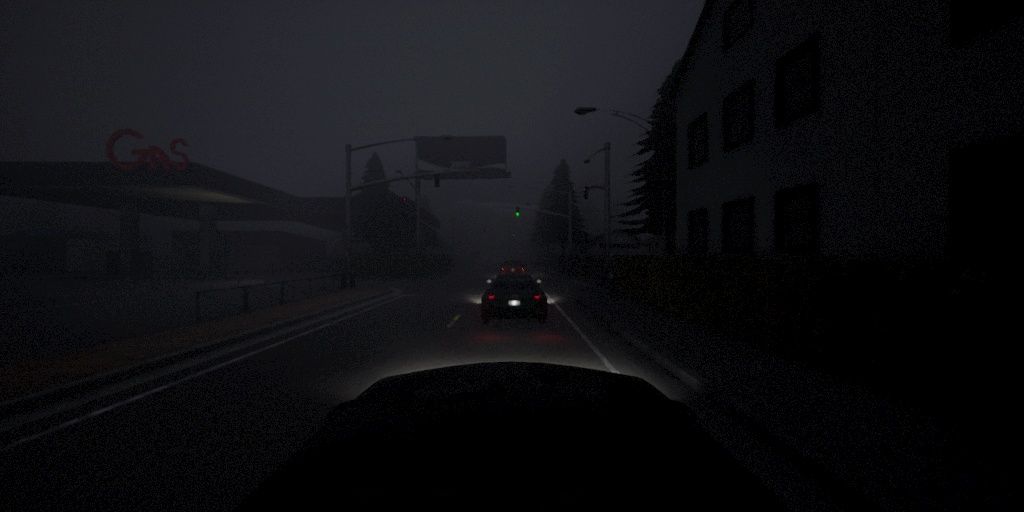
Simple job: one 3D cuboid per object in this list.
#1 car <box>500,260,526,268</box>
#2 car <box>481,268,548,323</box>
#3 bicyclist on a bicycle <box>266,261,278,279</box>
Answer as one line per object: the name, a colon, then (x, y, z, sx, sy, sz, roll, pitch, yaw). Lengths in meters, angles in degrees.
car: (0.081, 1.104, 29.788, 2.097, 1.767, 4.553, 0, -1, 0)
car: (0.072, 1.264, 11.974, 1.994, 1.385, 4.181, 0, 0, 0)
bicyclist on a bicycle: (-21.764, 1.244, 32.488, 0.582, 1.620, 1.656, 0, 1, 0)
